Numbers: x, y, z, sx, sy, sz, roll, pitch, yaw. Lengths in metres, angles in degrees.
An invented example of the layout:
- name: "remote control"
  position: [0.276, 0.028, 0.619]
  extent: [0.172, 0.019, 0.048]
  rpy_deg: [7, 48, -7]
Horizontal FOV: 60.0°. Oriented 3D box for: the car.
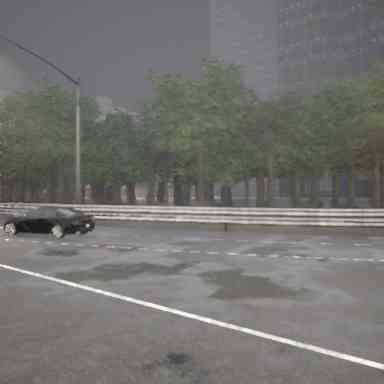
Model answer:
- name: "car"
  position: [-7.389, 1.495, 17.200]
  extent: [5.008, 1.535, 1.882]
  rpy_deg: [0, 0, 21]
